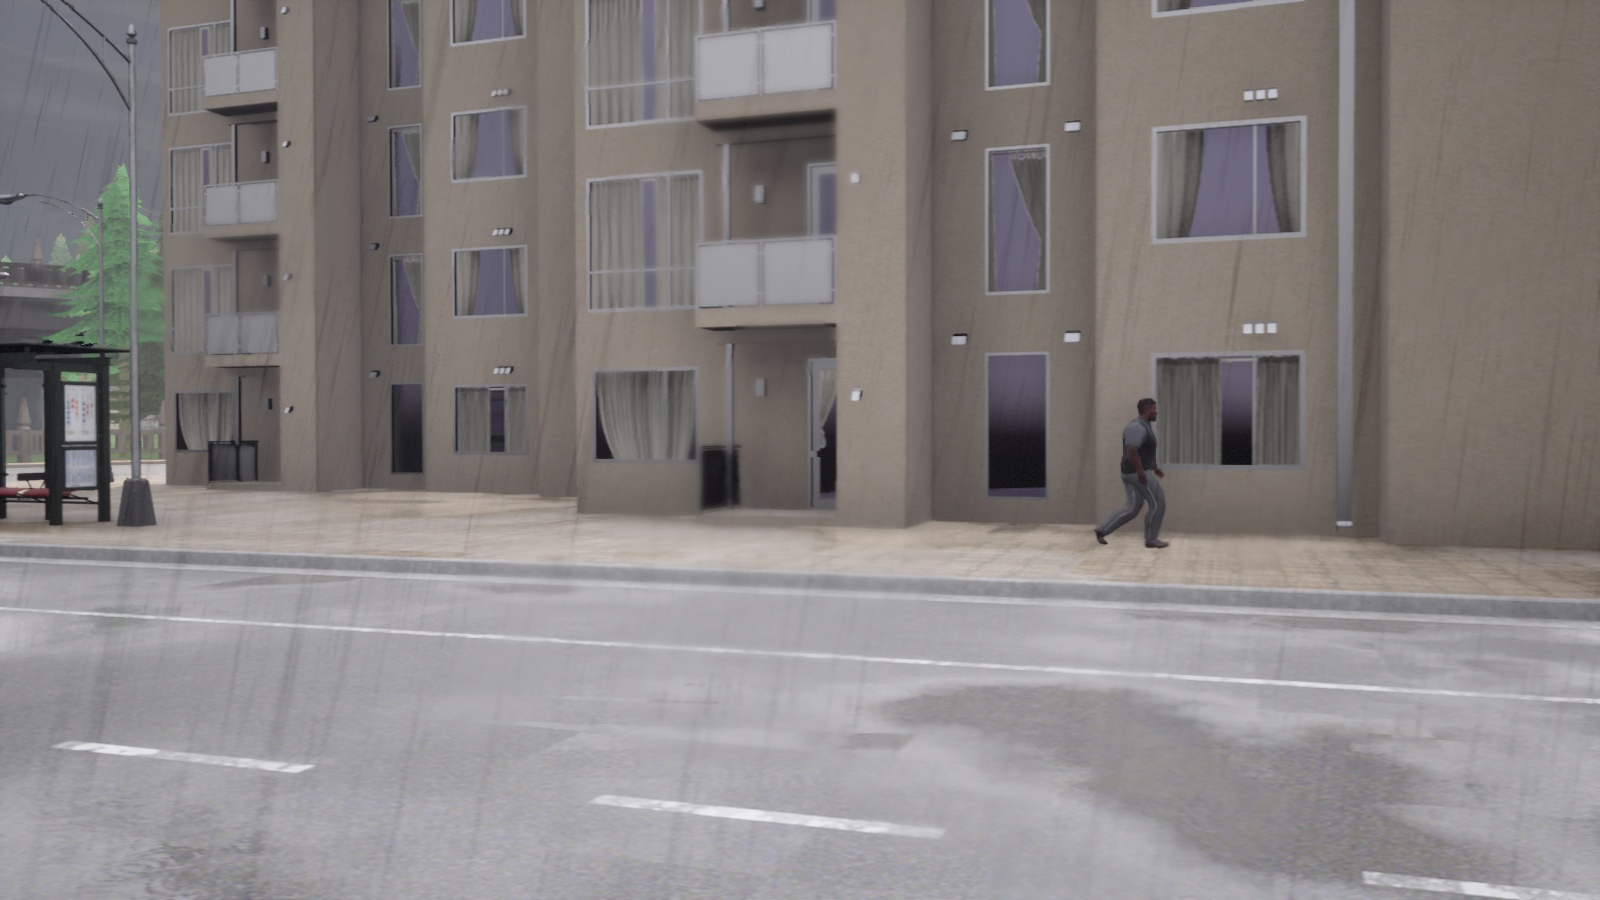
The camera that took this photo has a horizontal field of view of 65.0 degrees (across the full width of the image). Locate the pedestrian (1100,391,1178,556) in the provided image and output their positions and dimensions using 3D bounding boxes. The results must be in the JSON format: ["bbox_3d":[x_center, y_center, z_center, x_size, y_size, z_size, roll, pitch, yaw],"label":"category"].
[{"bbox_3d":[3.983,0.261,14.772,0.849,1.883,0.563,1,1,15],"label":"pedestrian"}]
